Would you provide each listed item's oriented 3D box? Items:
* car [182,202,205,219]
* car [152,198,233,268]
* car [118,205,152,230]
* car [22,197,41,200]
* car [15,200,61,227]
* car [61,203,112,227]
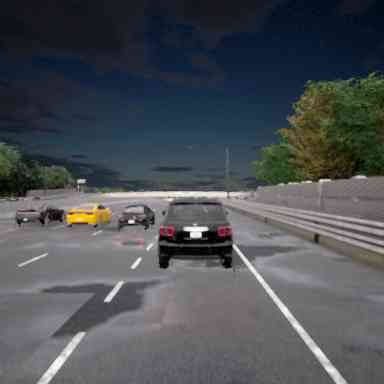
[{"bbox_3d":[0.118,1.629,30.321,1.994,1.385,4.181,0,0,0],"label":"car"},{"bbox_3d":[0.106,1.216,11.428,2.150,2.045,5.566,0,0,0],"label":"car"},{"bbox_3d":[-3.487,1.554,21.429,1.812,1.442,4.674,0,0,0],"label":"car"},{"bbox_3d":[-20.975,1.259,43.481,1.812,1.442,4.674,0,0,0],"label":"car"},{"bbox_3d":[-10.386,1.528,23.197,2.128,1.511,4.902,0,0,0],"label":"car"},{"bbox_3d":[-6.887,1.512,22.788,1.882,1.535,5.008,0,0,0],"label":"car"}]
